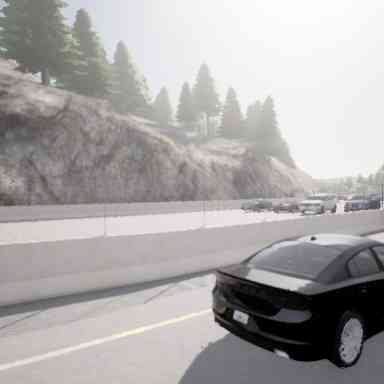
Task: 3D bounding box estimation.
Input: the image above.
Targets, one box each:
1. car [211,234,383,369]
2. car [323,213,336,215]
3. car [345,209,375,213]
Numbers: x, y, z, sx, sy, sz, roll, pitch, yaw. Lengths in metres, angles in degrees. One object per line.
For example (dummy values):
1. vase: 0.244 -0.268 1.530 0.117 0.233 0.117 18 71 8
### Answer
1. car: 2.609 1.478 5.839 5.008 1.535 1.882 0 0 -37
2. car: 13.125 1.225 34.184 2.150 2.045 5.566 0 0 44
3. car: 17.251 1.215 33.438 2.150 2.045 5.566 0 0 42
